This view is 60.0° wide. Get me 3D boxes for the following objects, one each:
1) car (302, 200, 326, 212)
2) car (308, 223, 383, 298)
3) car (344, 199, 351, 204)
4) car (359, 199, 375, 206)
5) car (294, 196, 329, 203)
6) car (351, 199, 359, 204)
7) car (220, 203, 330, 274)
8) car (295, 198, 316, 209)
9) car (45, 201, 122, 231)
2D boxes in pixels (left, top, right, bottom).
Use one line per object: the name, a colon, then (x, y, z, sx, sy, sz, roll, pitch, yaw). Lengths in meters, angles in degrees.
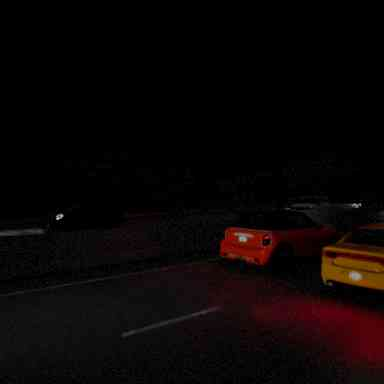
car: (15.712, 1.744, 42.733, 1.812, 1.442, 4.674, 0, -1, 34)
car: (5.081, 1.507, 8.147, 5.008, 1.535, 1.882, 0, 0, -41)
car: (40.862, 2.484, 86.246, 2.097, 1.767, 4.553, 0, -4, 34)
car: (32.572, 1.895, 61.377, 1.895, 1.301, 4.718, 0, 0, 34)
car: (10.427, 1.359, 29.192, 2.150, 2.045, 5.566, 0, 0, 38)
car: (38.677, 2.177, 76.727, 1.895, 1.301, 4.718, 0, -2, 34)
car: (3.085, 1.396, 11.069, 4.553, 1.767, 2.097, 0, 0, -41)
car: (17.783, 1.779, 52.055, 1.837, 1.490, 4.892, 0, 0, 34)
car: (-6.827, 1.446, 21.199, 4.553, 1.767, 2.097, 0, 0, -41)
